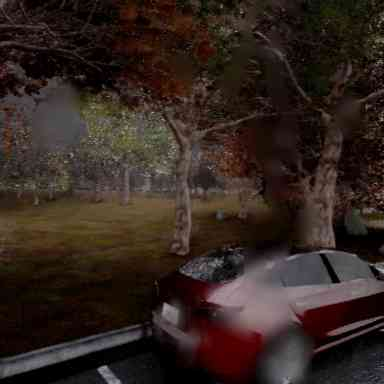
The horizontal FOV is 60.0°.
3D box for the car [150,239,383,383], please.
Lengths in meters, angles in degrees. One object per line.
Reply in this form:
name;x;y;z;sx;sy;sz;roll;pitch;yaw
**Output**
car;1.701;1.510;5.275;4.792;1.488;2.163;0;0;-33
